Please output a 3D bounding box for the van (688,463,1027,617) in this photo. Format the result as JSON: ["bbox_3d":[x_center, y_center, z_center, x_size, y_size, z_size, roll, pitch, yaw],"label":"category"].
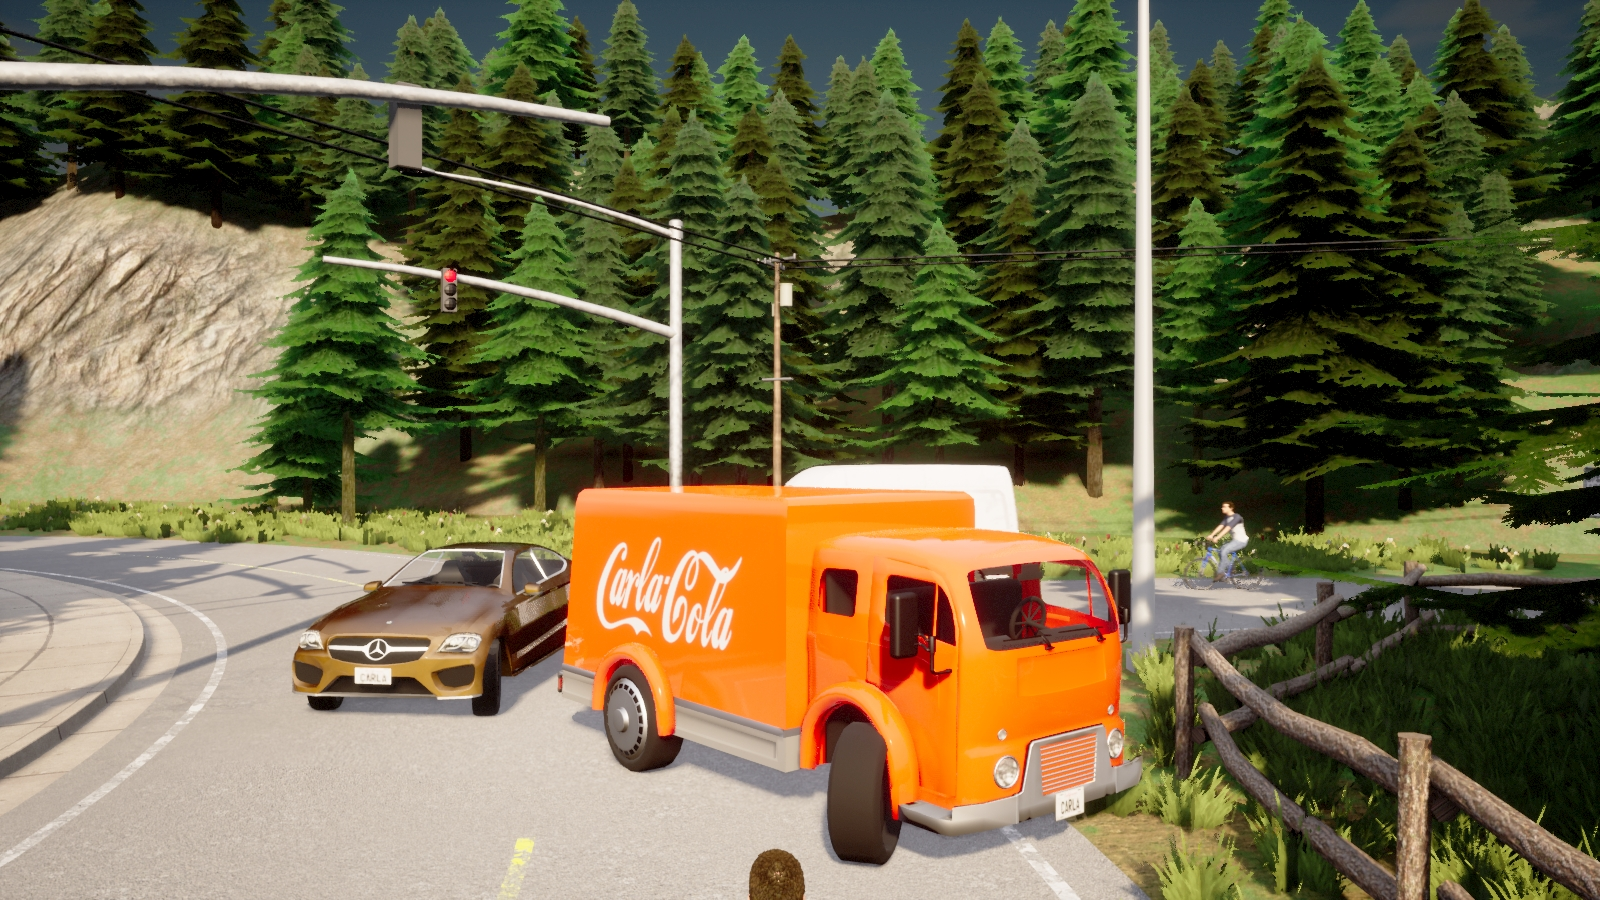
[{"bbox_3d":[1.066,1.533,21.076,5.915,2.561,1.988,0,0,-19],"label":"van"}]

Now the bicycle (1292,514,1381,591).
[{"bbox_3d":[10.785,2.056,22.974,1.643,1.496,0.373,0,0,-6],"label":"bicycle"}]

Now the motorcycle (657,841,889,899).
[{"bbox_3d":[-0.074,2.159,3.526,0.803,1.199,2.033,0,0,-2],"label":"motorcycle"}]

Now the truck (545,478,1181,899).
[{"bbox_3d":[0.202,1.542,9.769,2.627,2.467,5.204,0,0,-39],"label":"truck"}]

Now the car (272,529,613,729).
[{"bbox_3d":[-4.038,1.970,14.038,2.152,1.651,5.027,0,0,6],"label":"car"}]
